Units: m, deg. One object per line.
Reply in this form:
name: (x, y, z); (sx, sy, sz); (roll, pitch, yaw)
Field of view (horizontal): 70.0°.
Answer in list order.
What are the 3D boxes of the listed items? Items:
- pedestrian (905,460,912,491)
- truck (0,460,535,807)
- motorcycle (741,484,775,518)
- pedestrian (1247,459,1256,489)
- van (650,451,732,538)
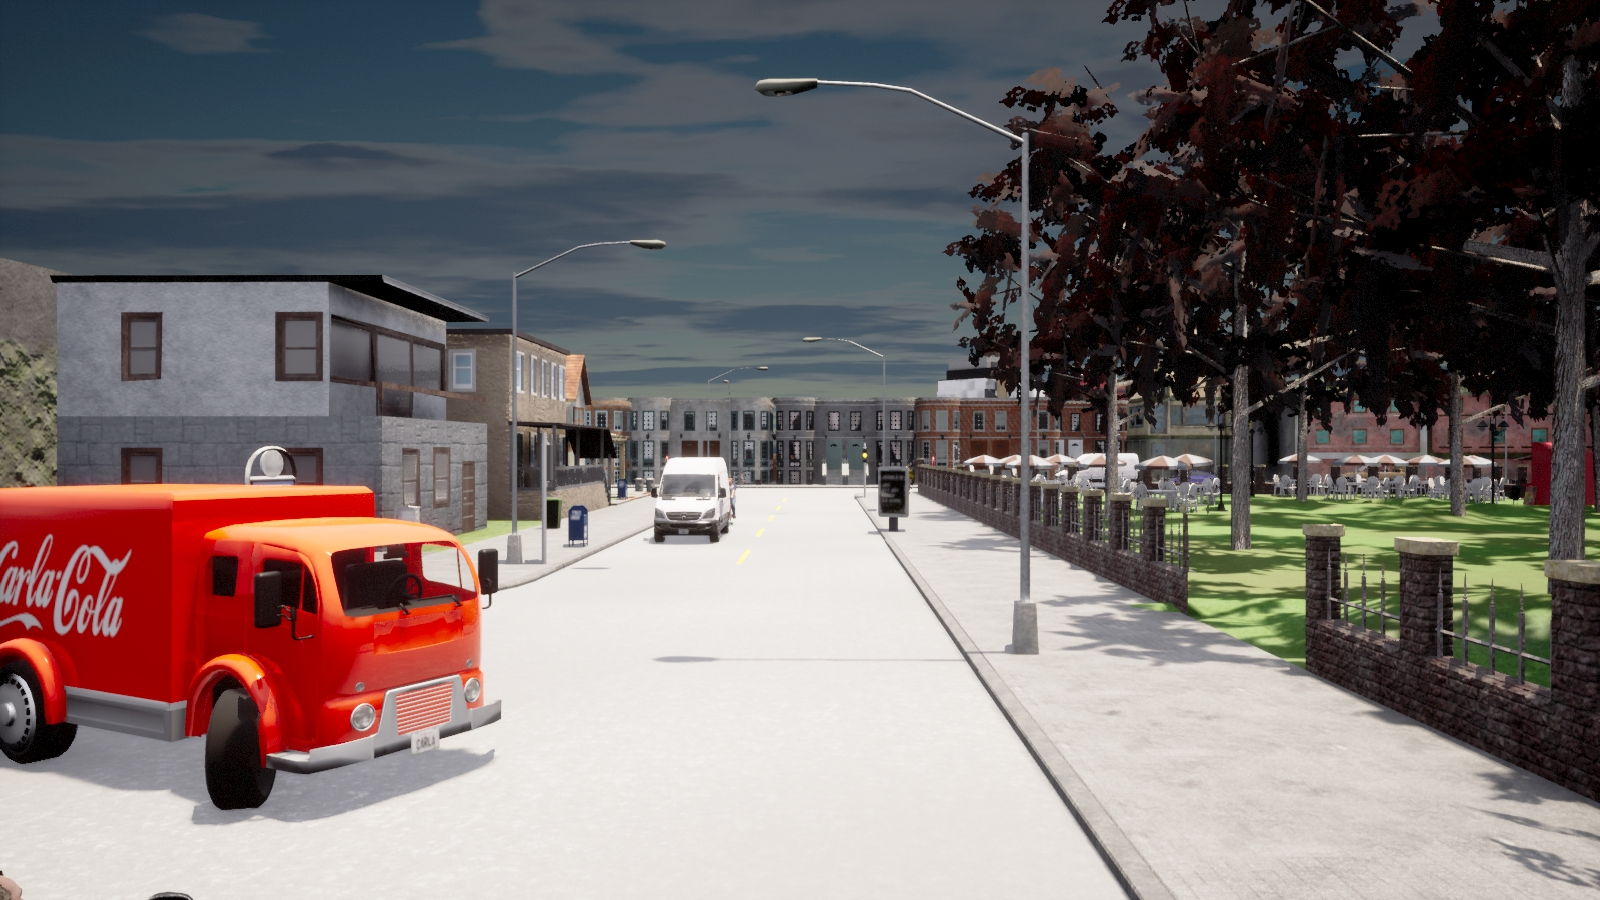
pedestrian: (6.452, 1.516, 67.900); (0.375, 1.860, 0.375); (0, 0, 3)
truck: (-5.356, 1.348, 10.675); (5.204, 2.467, 2.627); (0, 0, 29)
motorcycle: (-1.677, 1.985, 45.065); (0.867, 1.251, 2.209); (0, 0, -15)
pedestrian: (28.614, 1.525, 72.391); (0.375, 1.860, 0.375); (0, 0, 0)
van: (-3.393, 1.314, 36.728); (1.988, 2.561, 5.915); (0, 0, 1)
